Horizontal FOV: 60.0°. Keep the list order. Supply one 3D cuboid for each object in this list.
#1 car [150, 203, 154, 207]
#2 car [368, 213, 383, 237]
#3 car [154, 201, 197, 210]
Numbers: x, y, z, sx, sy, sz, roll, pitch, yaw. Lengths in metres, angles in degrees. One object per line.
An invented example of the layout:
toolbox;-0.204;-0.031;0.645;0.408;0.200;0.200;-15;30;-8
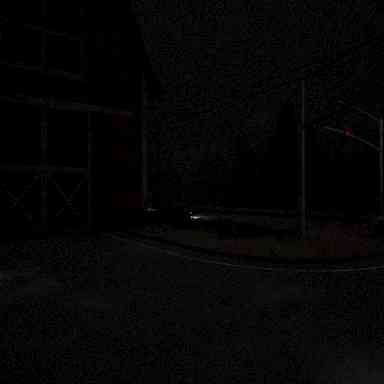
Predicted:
car;-4.200;1.864;46.147;1.994;1.385;4.181;0;0;-34
car;11.425;1.636;16.807;1.812;1.442;4.674;0;-1;-34
car;-1.601;1.785;35.807;2.033;1.411;5.357;0;0;-34
